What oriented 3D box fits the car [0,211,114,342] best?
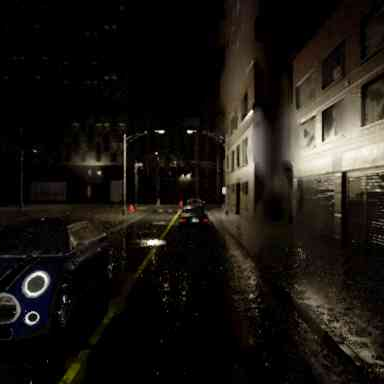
[{"bbox_3d":[-3.077,1.353,6.785,2.097,1.767,4.553,0,0,0],"label":"car"}]

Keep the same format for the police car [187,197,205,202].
[{"bbox_3d":[0.401,1.428,37.794,1.930,1.638,5.238,0,0,4],"label":"police car"}]

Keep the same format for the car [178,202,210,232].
[{"bbox_3d":[0.116,1.549,20.041,2.033,1.411,5.357,0,0,0],"label":"car"}]
